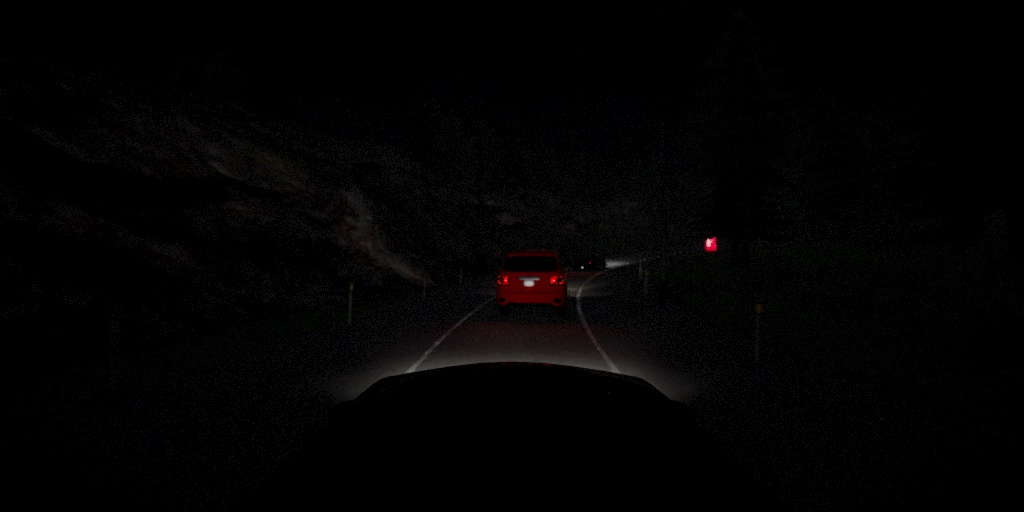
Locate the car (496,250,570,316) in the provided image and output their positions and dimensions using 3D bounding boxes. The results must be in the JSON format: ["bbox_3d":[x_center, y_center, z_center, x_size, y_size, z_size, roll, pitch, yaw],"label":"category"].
[{"bbox_3d":[0.895,0.797,12.843,2.150,2.045,5.566,0,2,9],"label":"car"}]

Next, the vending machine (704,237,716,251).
[{"bbox_3d":[24.444,-1.697,44.050,0.880,2.100,1.100,0,0,-37],"label":"vending machine"}]

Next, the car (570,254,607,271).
[{"bbox_3d":[6.538,0.481,30.049,1.895,1.301,4.718,-1,3,28],"label":"car"}]
